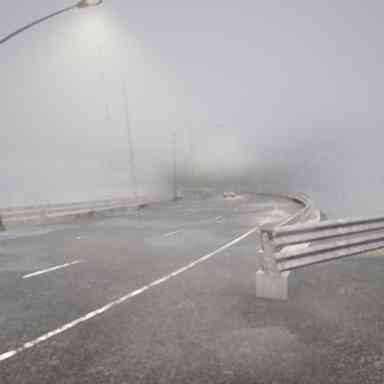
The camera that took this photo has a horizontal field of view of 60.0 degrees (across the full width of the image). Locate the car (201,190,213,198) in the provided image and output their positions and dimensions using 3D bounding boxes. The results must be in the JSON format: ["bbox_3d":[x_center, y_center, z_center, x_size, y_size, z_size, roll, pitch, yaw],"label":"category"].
[{"bbox_3d":[2.810,0.271,62.009,2.033,1.411,5.357,-1,1,-1],"label":"car"}]

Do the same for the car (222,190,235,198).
[{"bbox_3d":[6.273,0.311,58.086,1.895,1.301,4.718,-1,1,1],"label":"car"}]
